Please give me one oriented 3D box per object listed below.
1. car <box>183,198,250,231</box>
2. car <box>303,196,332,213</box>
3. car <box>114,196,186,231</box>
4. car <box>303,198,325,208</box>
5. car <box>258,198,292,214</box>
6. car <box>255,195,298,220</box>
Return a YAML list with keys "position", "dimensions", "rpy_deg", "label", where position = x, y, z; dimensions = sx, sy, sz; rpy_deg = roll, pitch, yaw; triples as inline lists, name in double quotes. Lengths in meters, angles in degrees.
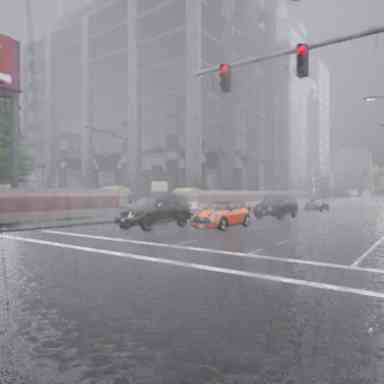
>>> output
- position: [1.827, 1.381, 21.019]
  dimensions: [2.097, 1.767, 4.553]
  rpy_deg: [0, 0, 36]
  label: "car"
- position: [14.508, 1.556, 38.562]
  dimensions: [1.812, 1.442, 4.674]
  rpy_deg: [0, 0, 36]
  label: "car"
- position: [-2.341, 1.260, 21.226]
  dimensions: [2.150, 2.045, 5.566]
  rpy_deg: [0, 0, 36]
  label: "car"
- position: [18.300, 1.648, 49.662]
  dimensions: [1.895, 1.301, 4.718]
  rpy_deg: [0, 0, 36]
  label: "car"
- position: [9.444, 1.531, 37.543]
  dimensions: [2.128, 1.511, 4.902]
  rpy_deg: [0, 0, 36]
  label: "car"
- position: [7.317, 1.251, 28.624]
  dimensions: [2.150, 2.045, 5.566]
  rpy_deg: [0, 0, 36]
  label: "car"
